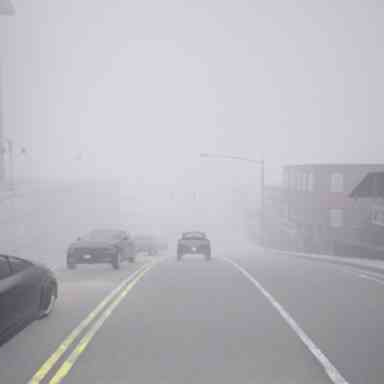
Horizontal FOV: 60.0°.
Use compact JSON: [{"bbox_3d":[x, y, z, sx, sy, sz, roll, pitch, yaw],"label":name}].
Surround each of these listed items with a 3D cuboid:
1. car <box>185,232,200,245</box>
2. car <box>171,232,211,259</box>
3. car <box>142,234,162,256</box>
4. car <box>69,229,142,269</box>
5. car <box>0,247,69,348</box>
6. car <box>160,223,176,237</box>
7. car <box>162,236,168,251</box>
[{"bbox_3d":[0.074,6.029,43.424,1.895,1.301,4.718,0,-2,0],"label":"car"},{"bbox_3d":[0.101,3.136,19.759,2.128,1.511,4.902,0,-9,0],"label":"car"},{"bbox_3d":[-3.548,3.808,24.109,1.837,1.490,4.892,0,-9,0],"label":"car"},{"bbox_3d":[-3.589,2.283,13.994,1.882,1.535,5.008,0,-8,0],"label":"car"},{"bbox_3d":[-3.592,1.622,4.793,1.994,1.385,4.181,0,-1,0],"label":"car"},{"bbox_3d":[-3.496,5.664,49.589,2.128,1.511,4.902,0,1,0],"label":"car"},{"bbox_3d":[-3.497,5.296,34.424,2.033,1.411,5.357,0,-6,0],"label":"car"}]
